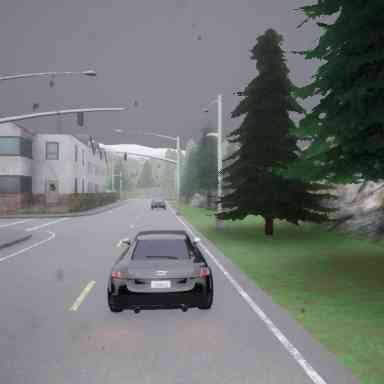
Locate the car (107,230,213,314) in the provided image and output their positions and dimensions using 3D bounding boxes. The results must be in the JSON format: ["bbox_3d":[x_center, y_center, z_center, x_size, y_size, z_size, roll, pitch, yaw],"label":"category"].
[{"bbox_3d":[-0.697,1.564,7.750,1.994,1.385,4.181,0,0,-5],"label":"car"}]

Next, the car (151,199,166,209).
[{"bbox_3d":[-4.449,1.601,43.922,1.895,1.301,4.718,0,0,-6],"label":"car"}]
